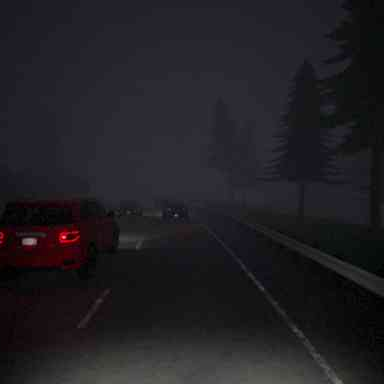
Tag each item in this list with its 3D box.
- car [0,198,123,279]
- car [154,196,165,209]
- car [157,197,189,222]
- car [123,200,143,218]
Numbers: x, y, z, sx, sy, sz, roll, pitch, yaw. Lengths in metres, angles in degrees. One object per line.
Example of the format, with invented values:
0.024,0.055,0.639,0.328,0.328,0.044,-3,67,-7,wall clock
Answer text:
-3.702,1.177,10.038,2.150,2.045,5.566,0,0,-2,car
-3.648,1.285,41.302,1.882,1.535,5.008,0,0,-10,car
-1.310,1.374,24.736,2.128,1.511,4.902,0,0,-6,car
-5.210,1.397,28.195,1.812,1.442,4.674,0,0,-7,car
